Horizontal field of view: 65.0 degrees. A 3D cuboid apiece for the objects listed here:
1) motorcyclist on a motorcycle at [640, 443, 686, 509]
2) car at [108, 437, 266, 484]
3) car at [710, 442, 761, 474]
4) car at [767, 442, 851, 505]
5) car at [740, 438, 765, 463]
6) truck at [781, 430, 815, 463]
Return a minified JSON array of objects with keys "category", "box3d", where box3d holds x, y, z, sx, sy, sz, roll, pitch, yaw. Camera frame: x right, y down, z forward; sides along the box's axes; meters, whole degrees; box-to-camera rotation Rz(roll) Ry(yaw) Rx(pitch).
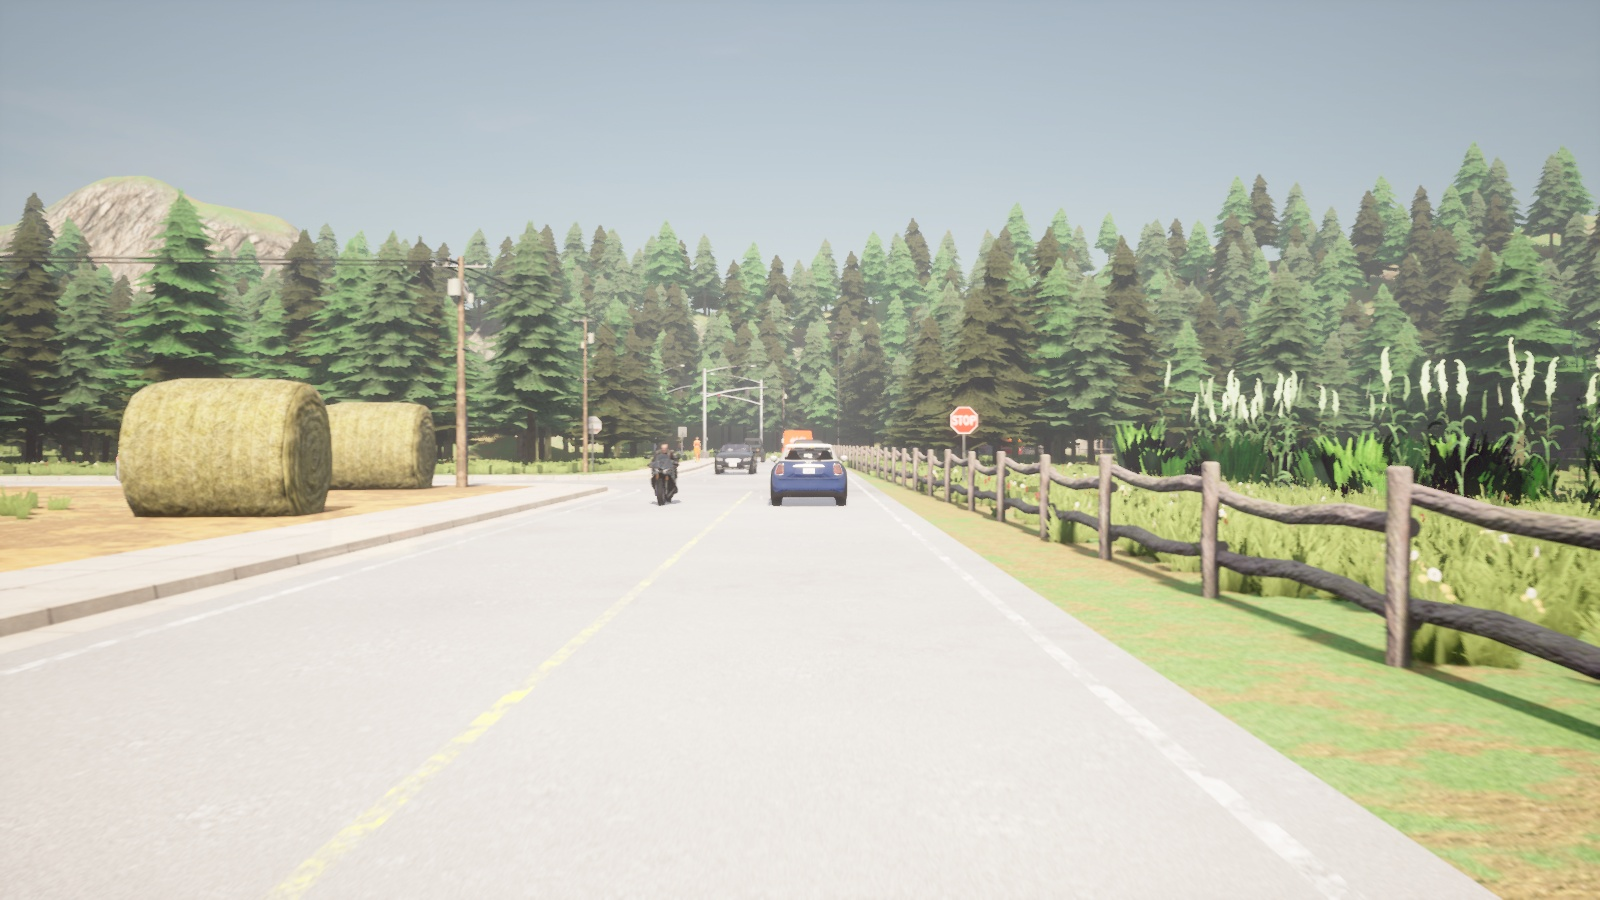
[{"category":"motorcyclist on a motorcycle","box3d":[-3.292,0.608,30.425,0.866,1.530,2.191,0,0,0]},{"category":"car","box3d":[-22.013,0.355,45.242,4.611,1.667,2.242,0,0,-2]},{"category":"car","box3d":[-3.077,0.361,60.492,2.128,1.511,4.902,0,0,1]},{"category":"car","box3d":[0.216,0.536,31.446,1.970,1.475,3.806,0,0,0]},{"category":"car","box3d":[-3.654,0.004,96.893,1.905,1.878,3.866,0,0,-1]},{"category":"truck","box3d":[-0.189,-0.285,98.535,2.627,2.467,5.204,0,0,-1]}]
